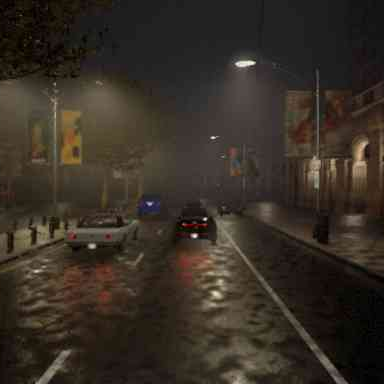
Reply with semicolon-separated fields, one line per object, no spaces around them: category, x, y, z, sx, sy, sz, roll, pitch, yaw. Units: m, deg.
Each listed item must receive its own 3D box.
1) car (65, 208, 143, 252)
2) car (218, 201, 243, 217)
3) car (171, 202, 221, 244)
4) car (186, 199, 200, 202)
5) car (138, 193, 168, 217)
car;-3.392;1.543;13.535;1.895;1.301;4.718;0;0;0
car;3.278;1.471;29.437;1.895;1.301;4.718;0;0;0
car;0.110;1.439;15.287;1.837;1.490;4.892;0;0;0
car;0.112;1.396;30.815;1.812;1.442;4.674;0;0;0
car;-3.375;1.096;29.392;2.150;2.045;5.566;0;0;0
